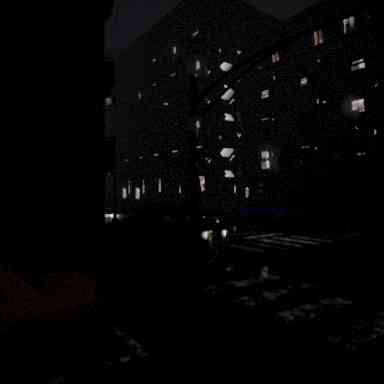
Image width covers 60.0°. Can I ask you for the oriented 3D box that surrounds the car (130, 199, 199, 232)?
[{"bbox_3d":[-1.769,1.450,20.067,1.967,1.590,4.097,0,0,-36],"label":"car"}]

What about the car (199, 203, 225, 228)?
[{"bbox_3d":[0.099,1.484,21.899,2.128,1.511,4.902,0,0,-36],"label":"car"}]

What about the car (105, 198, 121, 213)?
[{"bbox_3d":[-9.521,1.538,35.209,1.994,1.385,4.181,0,0,-36],"label":"car"}]

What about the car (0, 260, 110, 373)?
[{"bbox_3d":[-3.502,1.525,4.070,4.829,1.417,1.752,0,0,-35],"label":"car"}]

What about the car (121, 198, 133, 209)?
[{"bbox_3d":[-8.241,1.480,43.311,1.887,1.381,4.507,0,0,-36],"label":"car"}]

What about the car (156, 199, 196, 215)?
[{"bbox_3d":[-1.705,1.466,34.275,1.752,1.417,4.829,0,0,-36],"label":"car"}]

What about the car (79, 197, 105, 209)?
[{"bbox_3d":[-14.204,1.443,47.044,2.128,1.511,4.902,0,0,-36],"label":"car"}]

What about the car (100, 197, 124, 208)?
[{"bbox_3d":[-11.559,1.480,47.898,1.887,1.381,4.507,0,0,-36],"label":"car"}]

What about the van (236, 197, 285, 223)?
[{"bbox_3d":[5.032,1.297,24.963,1.690,1.788,3.998,0,0,-36],"label":"van"}]
